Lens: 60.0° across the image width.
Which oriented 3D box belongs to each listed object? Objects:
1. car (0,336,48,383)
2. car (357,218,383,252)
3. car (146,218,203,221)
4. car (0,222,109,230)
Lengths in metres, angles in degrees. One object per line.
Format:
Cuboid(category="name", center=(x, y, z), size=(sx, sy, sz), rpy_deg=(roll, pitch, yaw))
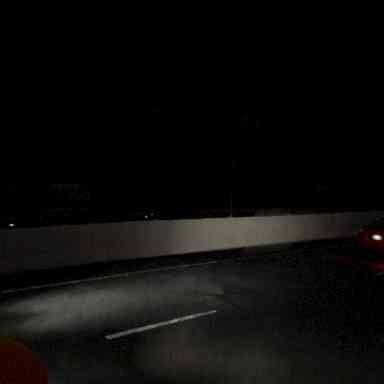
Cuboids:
Cuboid(category="car", center=(-3.241, 1.470, 1.320), size=(5.008, 1.535, 1.882), rpy_deg=(0, 0, -37))
Cuboid(category="car", center=(8.127, 1.525, 12.288), size=(4.181, 1.385, 1.994), rpy_deg=(0, 0, -27))
Cuboid(category="car", center=(-1.324, 1.481, 23.334), size=(4.181, 1.385, 1.994), rpy_deg=(0, 0, -28))
Cuboid(category="car", center=(-6.524, 1.430, 16.196), size=(4.902, 1.511, 2.128), rpy_deg=(0, 0, -33))
